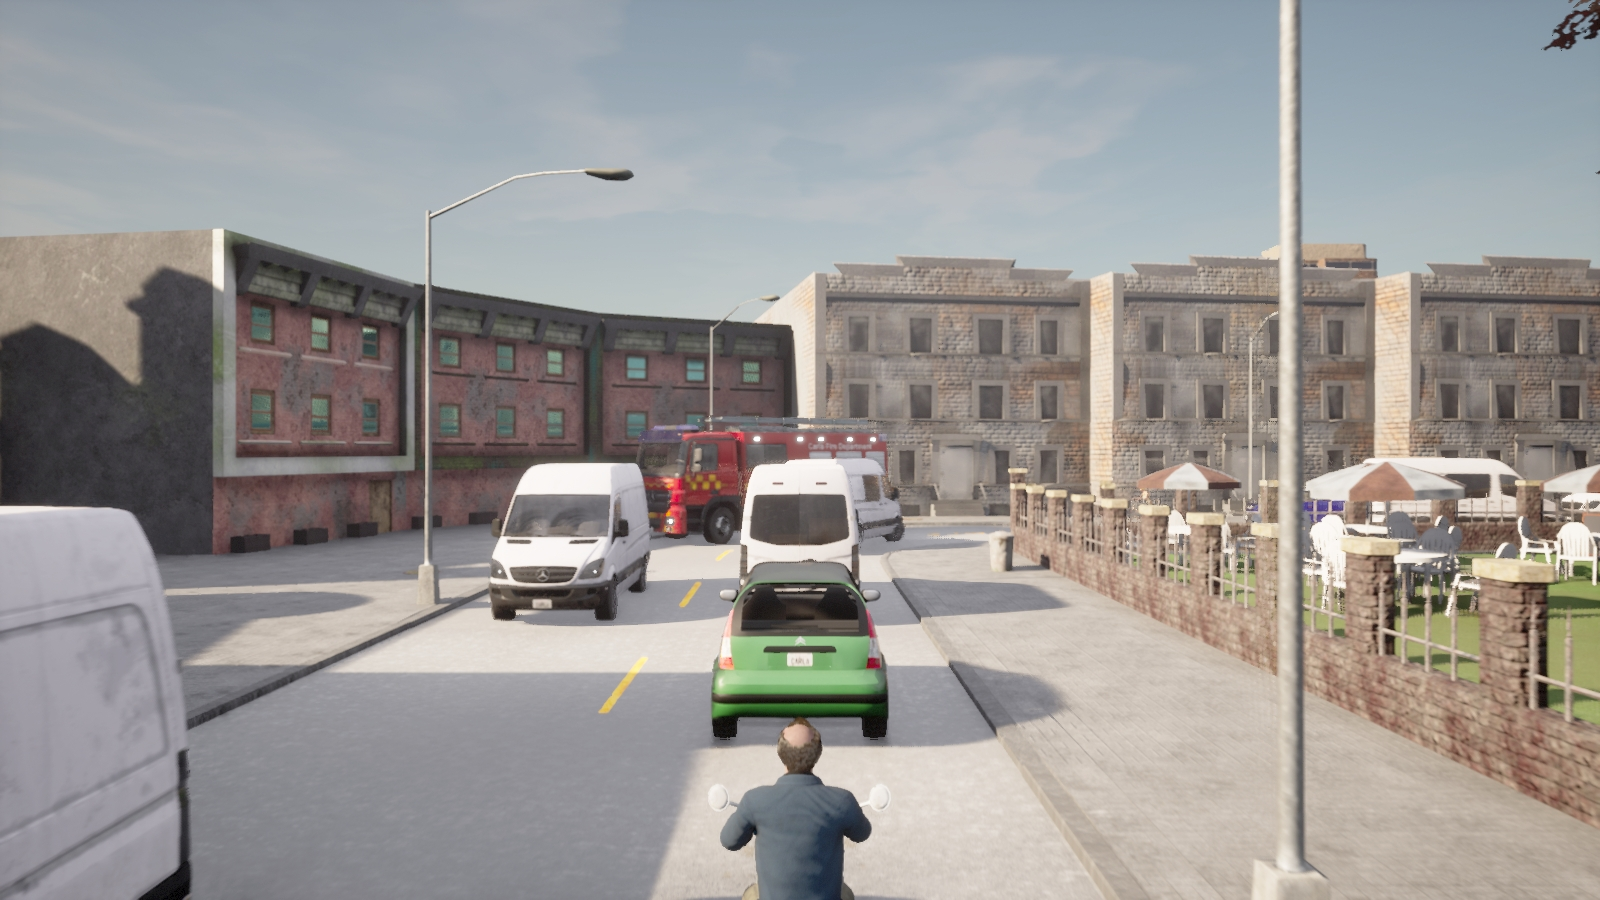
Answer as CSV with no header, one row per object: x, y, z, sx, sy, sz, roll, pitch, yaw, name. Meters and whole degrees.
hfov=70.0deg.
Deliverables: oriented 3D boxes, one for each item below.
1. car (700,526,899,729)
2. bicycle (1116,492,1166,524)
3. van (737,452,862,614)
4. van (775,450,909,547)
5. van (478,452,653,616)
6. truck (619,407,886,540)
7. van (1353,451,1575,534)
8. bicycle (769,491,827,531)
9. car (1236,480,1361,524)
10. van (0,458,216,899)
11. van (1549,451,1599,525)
-0.006,1.781,12.587,1.851,1.617,3.988,0,0,0,car
12.067,2.040,40.450,1.487,1.080,0.859,0,0,0,bicycle
-0.011,1.316,21.062,1.988,2.561,5.915,0,0,0,van
1.366,1.319,33.424,1.988,2.561,5.915,-1,0,22,van
-4.051,1.317,20.826,1.988,2.561,5.915,0,0,0,van
-1.350,0.674,36.692,8.468,3.827,2.891,0,0,-39,truck
21.137,1.317,36.529,5.915,2.561,1.988,0,0,1,van
-0.058,1.943,36.510,1.835,1.271,0.329,0,0,0,bicycle
17.590,1.821,40.449,3.633,1.501,1.845,0,0,0,car
-4.009,1.315,2.938,1.988,2.561,5.915,0,0,0,van
30.145,1.318,40.473,5.915,2.561,1.988,0,0,0,van
